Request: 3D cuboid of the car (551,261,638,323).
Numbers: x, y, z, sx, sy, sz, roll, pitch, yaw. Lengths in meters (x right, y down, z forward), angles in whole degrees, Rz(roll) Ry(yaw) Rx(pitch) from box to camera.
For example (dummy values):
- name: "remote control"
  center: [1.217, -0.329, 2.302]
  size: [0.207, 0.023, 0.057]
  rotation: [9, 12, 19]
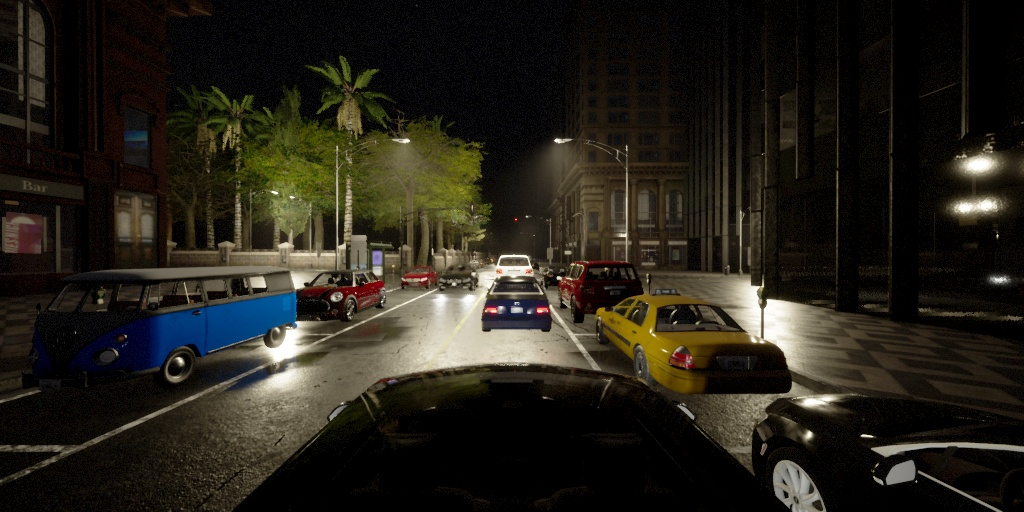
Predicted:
- name: "car"
  center: [2.768, 1.063, 11.972]
  size: [2.192, 1.841, 5.009]
  rotation: [0, 0, 0]

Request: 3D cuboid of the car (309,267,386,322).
- name: "car"
  center: [-5.757, 1.188, 11.993]
  size: [1.967, 1.591, 4.097]
  rotation: [0, 0, 0]

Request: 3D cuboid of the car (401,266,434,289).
- name: "car"
  center: [-5.752, 1.327, 22.845]
  size: [1.802, 1.307, 4.207]
  rotation: [0, 0, 0]

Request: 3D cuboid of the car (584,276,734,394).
- name: "car"
  center: [2.765, 1.275, 6.717]
  size: [1.751, 1.417, 4.829]
  rotation: [0, 0, 0]

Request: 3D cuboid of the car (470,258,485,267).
- name: "car"
  center: [-5.734, 1.275, 54.705]
  size: [2.007, 1.370, 4.403]
  rotation: [0, 0, 0]

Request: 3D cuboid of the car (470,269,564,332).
- name: "car"
  center: [0.108, 1.296, 10.793]
  size: [2.033, 1.411, 5.357]
  rotation: [0, 0, 0]

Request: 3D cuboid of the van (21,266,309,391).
- name: "van"
  center: [-5.760, 1.090, 6.566]
  size: [1.690, 1.789, 3.998]
  rotation: [0, 0, 0]

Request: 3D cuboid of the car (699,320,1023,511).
- name: "car"
  center: [2.762, 1.300, 1.122]
  size: [2.007, 1.370, 4.403]
  rotation: [0, 0, 0]

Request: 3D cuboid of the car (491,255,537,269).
- name: "car"
  center: [0.111, 0.968, 21.365]
  size: [2.150, 2.045, 5.566]
  rotation: [0, 0, 0]

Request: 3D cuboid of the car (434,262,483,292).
- name: "car"
  center: [-3.015, 1.253, 21.182]
  size: [1.837, 1.490, 4.892]
  rotation: [0, -1, 0]

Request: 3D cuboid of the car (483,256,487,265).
- name: "car"
  center: [-5.731, 1.160, 60.125]
  size: [1.967, 1.591, 4.097]
  rotation: [0, 0, 0]

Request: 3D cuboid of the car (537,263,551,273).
- name: "car"
  center: [2.774, 1.311, 22.823]
  size: [1.948, 1.339, 4.313]
  rotation: [0, 0, 0]
